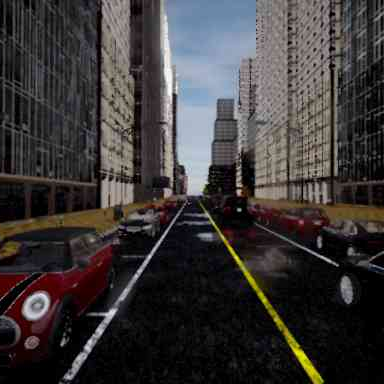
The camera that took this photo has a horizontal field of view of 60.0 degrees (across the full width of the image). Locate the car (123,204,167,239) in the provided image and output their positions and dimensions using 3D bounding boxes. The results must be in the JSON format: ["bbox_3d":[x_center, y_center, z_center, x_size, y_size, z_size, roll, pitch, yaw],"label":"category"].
[{"bbox_3d":[-2.637,1.560,17.253,2.008,1.369,4.403,1,0,0],"label":"car"}]

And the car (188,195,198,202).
[{"bbox_3d":[0.235,1.448,76.759,2.097,1.767,4.553,0,0,0],"label":"car"}]

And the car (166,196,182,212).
[{"bbox_3d":[-2.565,1.580,40.009,1.887,1.381,4.507,1,0,0],"label":"car"}]

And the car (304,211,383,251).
[{"bbox_3d":[5.725,1.583,11.516,2.008,1.369,4.403,1,0,0],"label":"car"}]

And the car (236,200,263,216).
[{"bbox_3d":[5.797,1.608,34.271,2.008,1.369,4.403,1,0,0],"label":"car"}]

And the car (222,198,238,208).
[{"bbox_3d":[5.851,1.646,51.337,1.947,1.339,4.313,1,0,0],"label":"car"}]

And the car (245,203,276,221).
[{"bbox_3d":[5.779,1.633,28.583,1.802,1.307,4.206,1,0,0],"label":"car"}]

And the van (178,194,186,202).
[{"bbox_3d":[-2.438,1.434,79.833,1.690,1.788,3.998,1,0,0],"label":"van"}]

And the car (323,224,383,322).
[{"bbox_3d":[3.908,1.524,5.025,1.837,1.490,4.892,0,0,0],"label":"car"}]

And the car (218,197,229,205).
[{"bbox_3d":[5.887,1.622,62.886,1.752,1.417,4.829,1,0,0],"label":"car"}]

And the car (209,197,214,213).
[{"bbox_3d":[3.133,1.599,36.952,2.033,1.411,5.357,0,0,1],"label":"car"}]

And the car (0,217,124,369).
[{"bbox_3d":[-2.671,1.437,5.875,1.967,1.590,4.097,1,0,0],"label":"car"}]

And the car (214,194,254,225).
[{"bbox_3d":[3.091,1.259,24.316,2.150,2.045,5.566,0,0,0],"label":"car"}]

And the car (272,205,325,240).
[{"bbox_3d":[5.744,1.478,17.204,1.967,1.590,4.097,1,0,0],"label":"car"}]

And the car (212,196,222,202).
[{"bbox_3d":[5.940,1.666,79.783,1.887,1.381,4.507,1,0,0],"label":"car"}]

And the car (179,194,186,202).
[{"bbox_3d":[-2.458,1.634,74.144,2.008,1.369,4.403,1,0,0],"label":"car"}]

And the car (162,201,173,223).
[{"bbox_3d":[-2.619,1.560,22.942,1.887,1.381,4.507,1,0,0],"label":"car"}]

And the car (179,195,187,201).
[{"bbox_3d":[-2.405,1.663,91.211,2.008,1.369,4.403,1,0,0],"label":"car"}]

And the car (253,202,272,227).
[{"bbox_3d":[5.761,1.589,22.893,1.887,1.381,4.507,1,0,0],"label":"car"}]
